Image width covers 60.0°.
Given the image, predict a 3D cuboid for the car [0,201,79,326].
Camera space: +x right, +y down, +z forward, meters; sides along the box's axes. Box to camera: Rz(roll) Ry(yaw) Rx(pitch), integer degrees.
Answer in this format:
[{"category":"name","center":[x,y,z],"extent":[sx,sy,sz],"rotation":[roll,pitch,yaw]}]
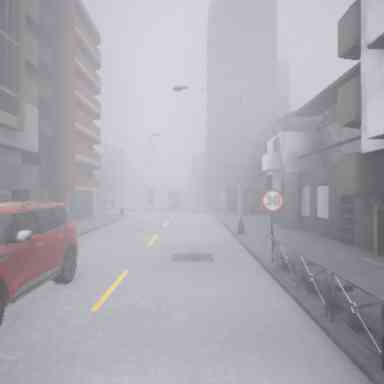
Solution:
[{"category":"car","center":[-4.096,1.244,6.756],"extent":[2.150,2.045,5.566],"rotation":[0,0,0]}]
